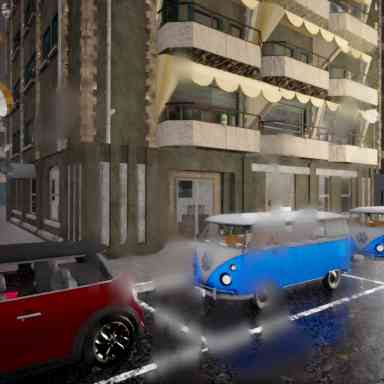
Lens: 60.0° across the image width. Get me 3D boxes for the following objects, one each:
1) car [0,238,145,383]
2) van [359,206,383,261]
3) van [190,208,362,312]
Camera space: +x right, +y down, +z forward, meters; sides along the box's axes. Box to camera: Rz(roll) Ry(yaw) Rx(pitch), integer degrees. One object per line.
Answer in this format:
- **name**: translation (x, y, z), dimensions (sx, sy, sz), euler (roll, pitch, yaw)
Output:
- **car**: translation (-2.755, 1.440, 4.128), dimensions (4.097, 1.590, 1.967), euler (0, 0, -36)
- **van**: translation (6.496, 1.345, 10.755), dimensions (3.998, 1.788, 1.690), euler (0, 0, -36)
- **van**: translation (1.870, 1.342, 7.441), dimensions (3.998, 1.788, 1.690), euler (0, 0, -36)
